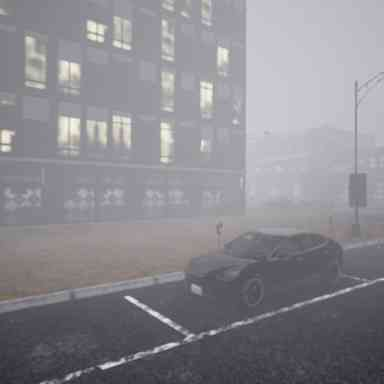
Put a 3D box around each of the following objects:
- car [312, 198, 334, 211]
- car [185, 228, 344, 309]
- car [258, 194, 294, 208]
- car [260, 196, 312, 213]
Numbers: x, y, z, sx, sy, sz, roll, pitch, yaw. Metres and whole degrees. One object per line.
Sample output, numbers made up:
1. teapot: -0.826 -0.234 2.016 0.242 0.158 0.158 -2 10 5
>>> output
1. car: 13.856 1.368 37.474 1.802 1.307 4.206 1 0 -36
2. car: 1.869 1.571 7.887 4.313 1.339 1.947 0 0 -35
3. car: 10.574 1.157 41.946 1.967 1.590 4.097 1 0 -36
4. car: 9.342 1.282 33.828 1.812 1.442 4.674 0 1 -36
